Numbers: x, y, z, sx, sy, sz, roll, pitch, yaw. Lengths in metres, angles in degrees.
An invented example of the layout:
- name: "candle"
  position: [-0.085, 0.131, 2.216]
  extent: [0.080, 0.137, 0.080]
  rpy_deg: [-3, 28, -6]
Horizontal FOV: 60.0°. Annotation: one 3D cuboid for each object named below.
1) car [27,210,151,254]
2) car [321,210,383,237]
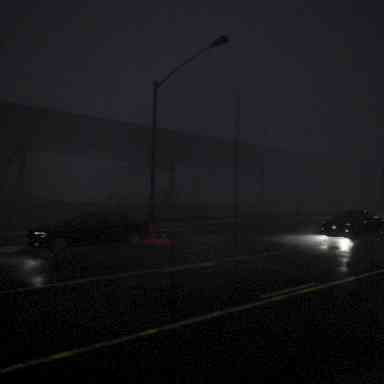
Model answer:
- name: "car"
  position: [-4.145, 1.524, 13.934]
  extent: [5.008, 1.535, 1.882]
  rpy_deg: [1, 0, -35]
- name: "car"
  position: [9.349, 1.749, 19.230]
  extent: [4.181, 1.385, 1.994]
  rpy_deg: [1, 0, -35]
